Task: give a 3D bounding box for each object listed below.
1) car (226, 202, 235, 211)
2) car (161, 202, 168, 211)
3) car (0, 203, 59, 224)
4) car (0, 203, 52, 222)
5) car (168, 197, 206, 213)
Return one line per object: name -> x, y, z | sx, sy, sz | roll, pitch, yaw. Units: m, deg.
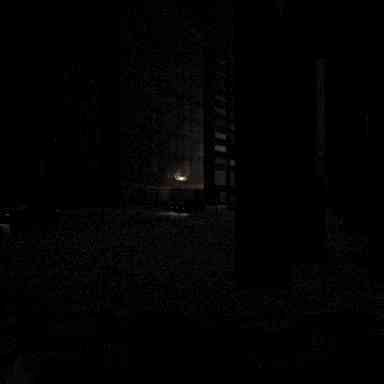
car -> 6.979, 2.135, 48.986 | 2.033, 1.411, 5.357 | 0, -1, 36
car -> -1.993, 1.745, 47.888 | 2.150, 2.045, 5.566 | 0, -1, 36
car -> -13.150, 1.724, 26.897 | 1.812, 1.442, 4.674 | 0, -1, 36
car -> -15.246, 1.724, 29.559 | 1.837, 1.490, 4.892 | 0, -1, 36
car -> -0.278, 1.715, 44.721 | 2.150, 2.045, 5.566 | 0, -1, 36
